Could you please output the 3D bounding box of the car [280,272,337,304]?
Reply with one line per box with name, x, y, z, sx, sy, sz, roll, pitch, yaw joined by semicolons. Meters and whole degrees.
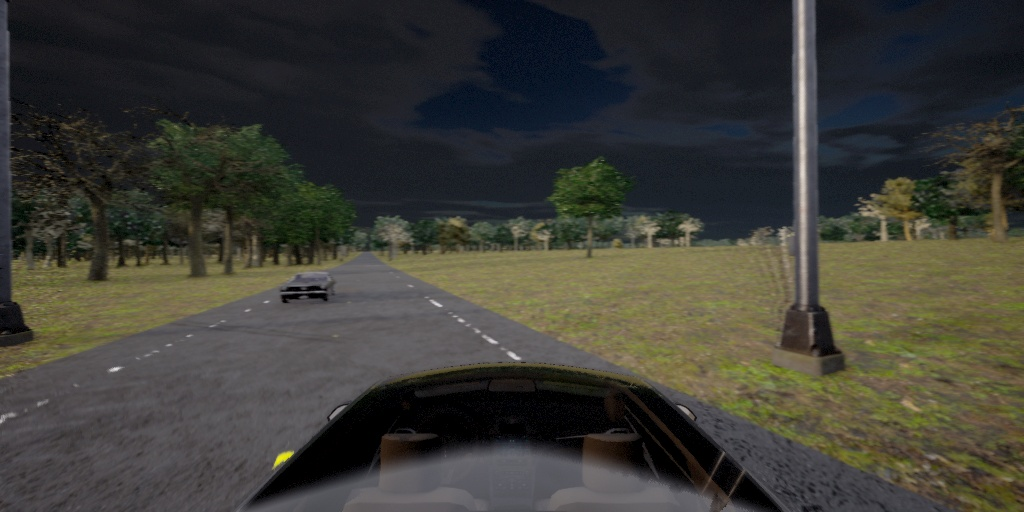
car;-9.643;1.442;17.243;1.895;1.301;4.718;0;0;-22
